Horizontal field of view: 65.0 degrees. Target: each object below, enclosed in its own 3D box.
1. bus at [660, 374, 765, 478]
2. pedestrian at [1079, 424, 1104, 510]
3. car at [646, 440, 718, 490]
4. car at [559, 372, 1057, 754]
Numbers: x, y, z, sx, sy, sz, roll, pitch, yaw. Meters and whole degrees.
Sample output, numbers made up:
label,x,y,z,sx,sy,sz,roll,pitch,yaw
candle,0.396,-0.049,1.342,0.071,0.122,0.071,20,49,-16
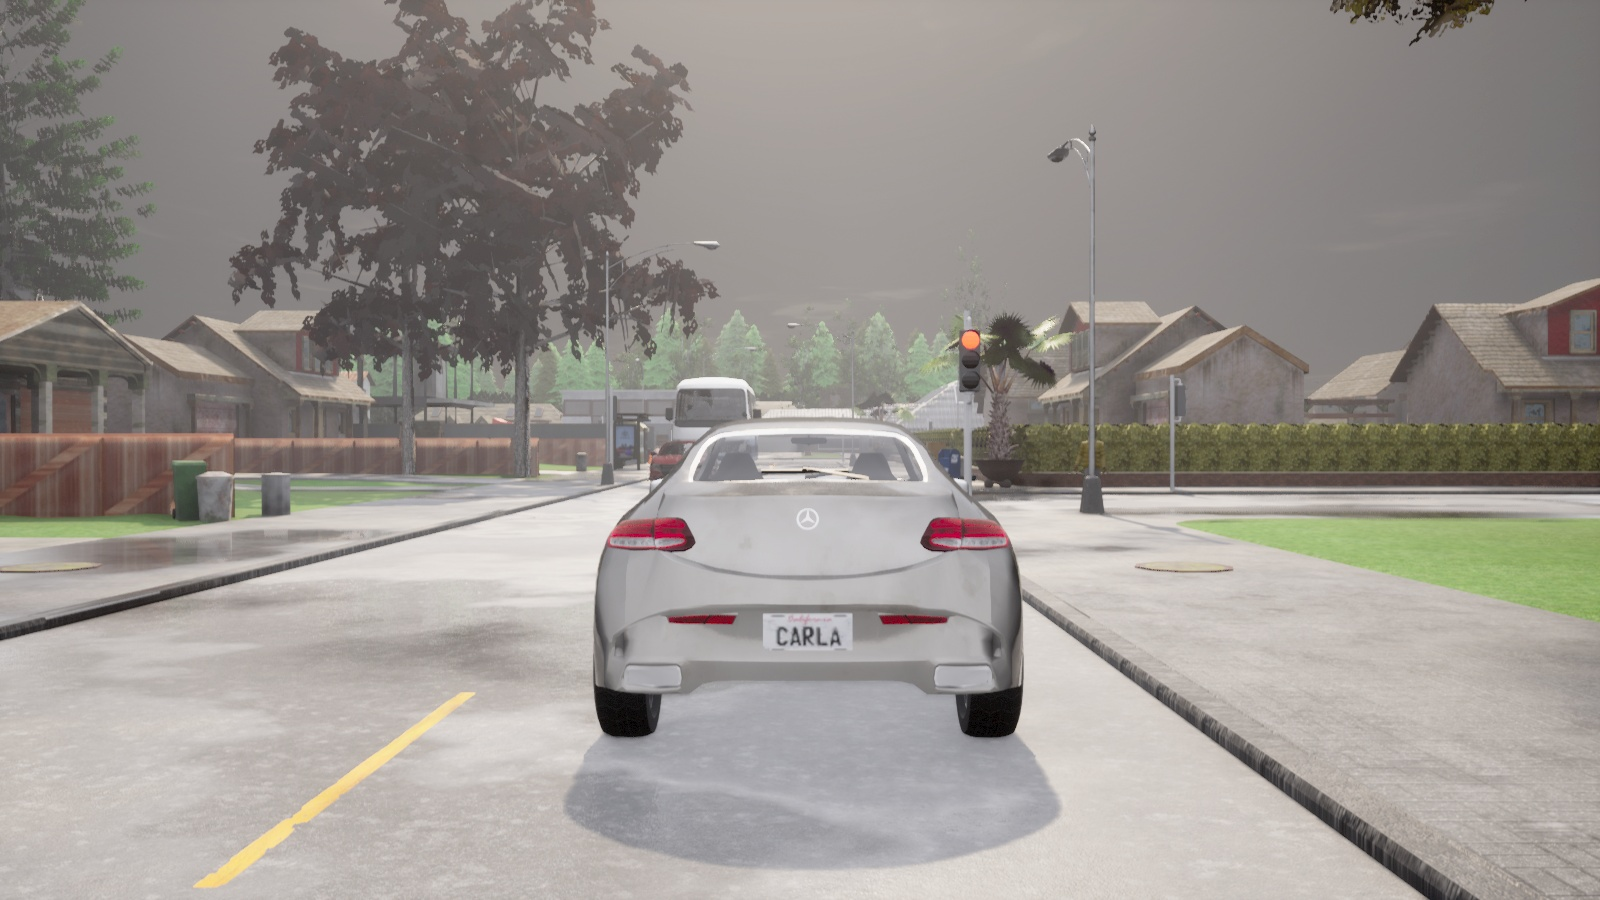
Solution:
label,x,y,z,sx,sy,sz,roll,pitch,yaw
bus,-3.700,-1.022,56.402,3.944,4.253,10.273,0,0,0
pedestrian,6.328,0.363,27.270,0.431,1.840,0.709,0,0,20
car,-3.773,0.438,40.991,1.882,1.535,5.008,0,0,0
car,0.056,0.470,7.942,2.152,1.651,5.027,0,0,1
